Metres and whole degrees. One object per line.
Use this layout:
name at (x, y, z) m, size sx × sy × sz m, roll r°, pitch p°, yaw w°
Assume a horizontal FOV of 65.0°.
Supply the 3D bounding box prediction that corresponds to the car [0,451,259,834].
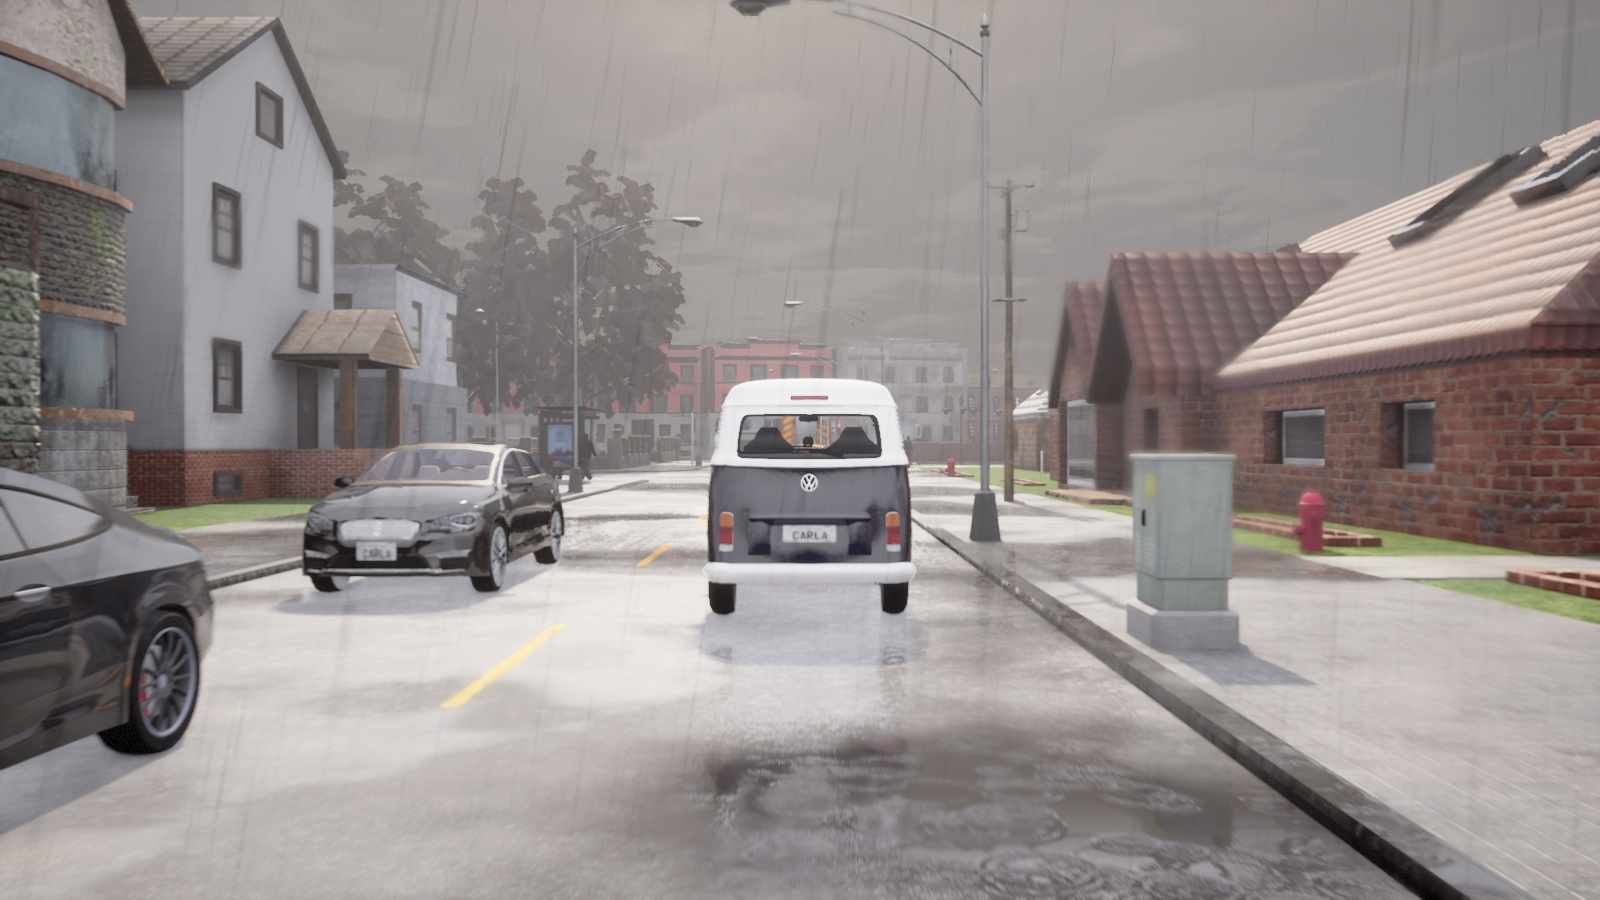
car at (-3.958, 0.742, 4.707) m, size 1.812 × 1.442 × 4.674 m, roll 0°, pitch 0°, yaw 0°

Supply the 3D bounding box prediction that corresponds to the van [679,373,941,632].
van at (0.087, 0.402, 12.150) m, size 2.069 × 2.038 × 4.480 m, roll 0°, pitch 0°, yaw 0°

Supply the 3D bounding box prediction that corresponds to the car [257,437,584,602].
car at (-3.903, 0.621, 13.975) m, size 2.128 × 1.511 × 4.902 m, roll 0°, pitch 0°, yaw 0°

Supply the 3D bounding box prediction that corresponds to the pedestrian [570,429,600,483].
pedestrian at (-7.391, 0.207, 43.174) m, size 0.634 × 1.844 × 0.899 m, roll 0°, pitch 0°, yaw 25°
